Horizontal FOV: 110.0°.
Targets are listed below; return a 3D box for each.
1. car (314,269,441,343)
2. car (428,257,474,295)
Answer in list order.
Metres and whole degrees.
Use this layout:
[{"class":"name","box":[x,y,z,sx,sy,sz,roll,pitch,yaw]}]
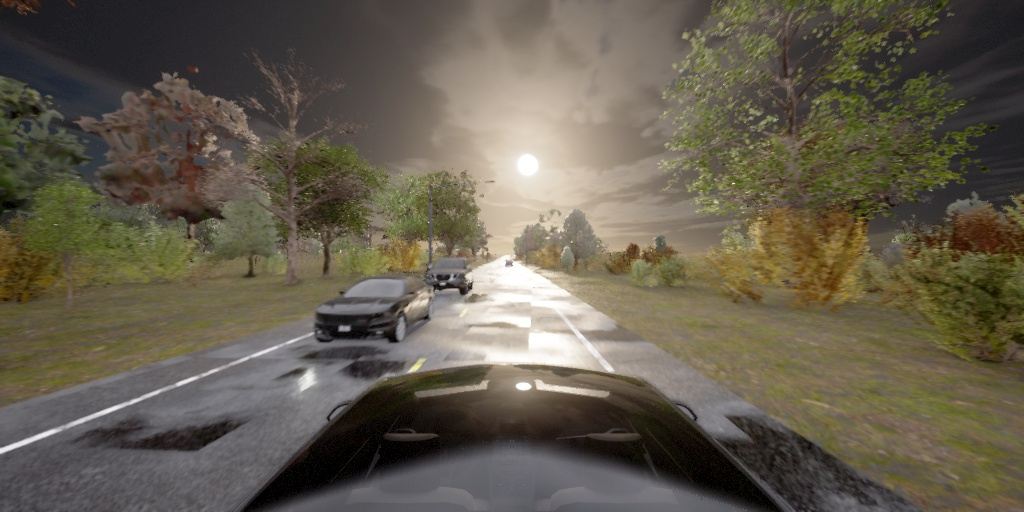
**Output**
[{"class":"car","box":[-3.515,1.280,10.053,1.882,1.535,5.008,0,-1,0]},{"class":"car","box":[-3.526,1.094,21.090,2.150,2.045,5.566,0,-1,0]}]
